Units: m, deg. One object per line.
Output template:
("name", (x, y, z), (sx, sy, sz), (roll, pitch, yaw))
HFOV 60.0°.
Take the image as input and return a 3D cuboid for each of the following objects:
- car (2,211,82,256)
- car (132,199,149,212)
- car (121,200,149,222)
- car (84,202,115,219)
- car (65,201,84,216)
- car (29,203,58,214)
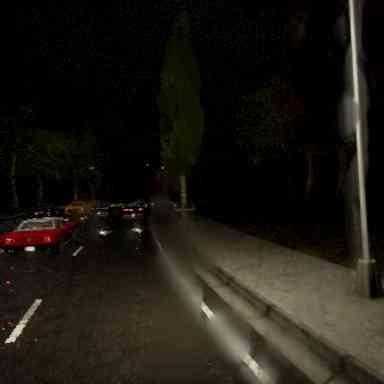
("car", (-6.132, 1.743, 13.989), (1.895, 1.301, 4.718), (-2, 0, -10))
("car", (-6.502, 1.644, 42.196), (1.994, 1.385, 4.181), (-2, 0, -7))
("car", (-4.712, 1.542, 27.342), (2.128, 1.511, 4.902), (-2, 0, -7))
("car", (-8.507, 1.663, 31.754), (2.128, 1.511, 4.902), (-2, 0, -7))
("car", (-12.602, 1.783, 36.929), (1.882, 1.535, 5.008), (-2, 0, -7))
("car", (-15.680, 1.922, 35.316), (1.837, 1.490, 4.892), (-2, 0, -7))
